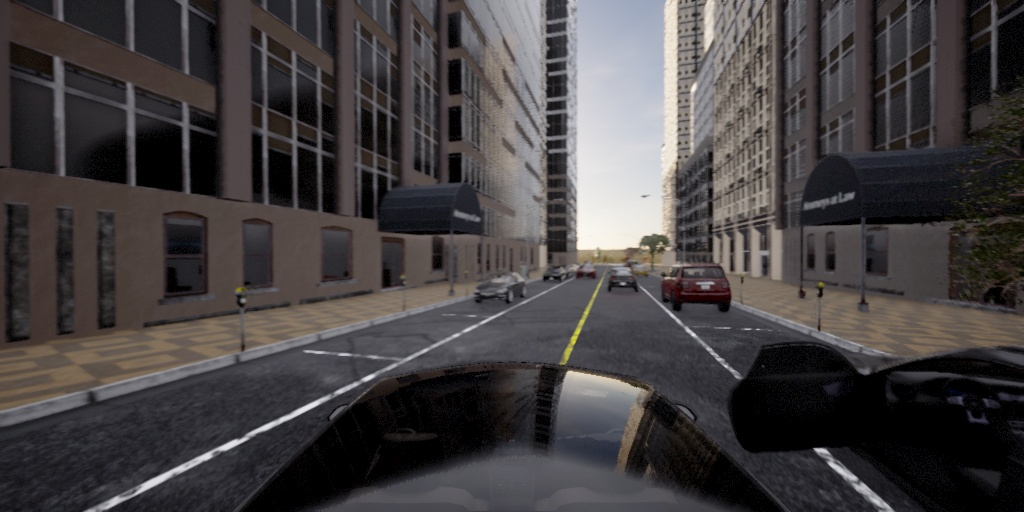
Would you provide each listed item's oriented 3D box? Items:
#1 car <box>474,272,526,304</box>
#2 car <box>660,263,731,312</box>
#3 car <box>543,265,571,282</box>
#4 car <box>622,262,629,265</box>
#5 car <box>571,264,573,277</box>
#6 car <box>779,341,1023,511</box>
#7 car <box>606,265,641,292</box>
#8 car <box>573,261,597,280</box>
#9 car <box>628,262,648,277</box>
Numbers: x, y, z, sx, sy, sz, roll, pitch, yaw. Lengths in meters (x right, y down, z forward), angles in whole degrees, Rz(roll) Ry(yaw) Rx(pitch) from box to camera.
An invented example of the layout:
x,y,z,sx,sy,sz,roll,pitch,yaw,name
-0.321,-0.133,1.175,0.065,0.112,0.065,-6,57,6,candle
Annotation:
x,y,z,sx,sy,sz,roll,pitch,yaw,name
-0.462,1.464,17.451,2.007,1.370,4.403,0,0,15,car
7.602,1.226,15.165,2.192,1.841,5.009,0,0,15,car
4.071,1.653,33.859,1.948,1.339,4.313,0,0,15,car
12.772,1.747,43.608,2.033,1.411,5.357,0,-1,15,car
5.582,1.709,39.329,1.948,1.339,4.313,0,0,15,car
3.706,1.291,2.192,1.812,1.442,4.674,0,-1,17,car
7.355,1.526,24.008,1.812,1.442,4.674,0,-1,15,car
7.809,1.608,37.422,1.882,1.535,5.008,0,-1,16,car
15.202,1.721,42.678,1.751,1.417,4.829,0,0,15,car
